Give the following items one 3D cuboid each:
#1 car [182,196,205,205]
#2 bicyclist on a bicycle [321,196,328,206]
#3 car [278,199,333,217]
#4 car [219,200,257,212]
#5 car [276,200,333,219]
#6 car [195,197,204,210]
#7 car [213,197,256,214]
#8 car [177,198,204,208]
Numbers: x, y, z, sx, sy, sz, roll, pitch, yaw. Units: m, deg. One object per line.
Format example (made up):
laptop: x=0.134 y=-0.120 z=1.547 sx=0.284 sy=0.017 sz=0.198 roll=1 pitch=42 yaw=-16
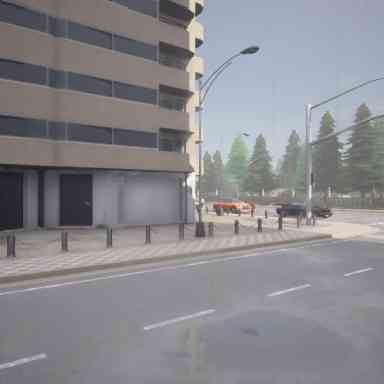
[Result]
car: x=0.290 y=1.581 z=60.614 sx=1.812 sy=1.442 sz=4.674 roll=0 pitch=0 yaw=-36
bicyclist on a bicycle: x=17.331 y=1.356 z=43.469 sx=1.656 sy=1.620 sz=0.582 roll=0 pitch=0 yaw=-36
car: x=11.219 y=1.533 z=33.170 sx=1.882 sy=1.535 sz=5.008 roll=0 pitch=0 yaw=-36
car: x=5.616 y=1.656 z=40.934 sx=1.895 sy=1.301 sz=4.718 roll=0 pitch=0 yaw=-36
car: x=9.804 y=1.656 z=29.149 sx=1.895 sy=1.301 sz=4.718 roll=0 pitch=0 yaw=-36
car: x=-0.958 y=1.533 z=44.079 sx=1.882 sy=1.535 sz=5.008 roll=0 pitch=0 yaw=-36
car: x=4.396 y=1.407 z=36.646 sx=2.097 sy=1.767 sz=4.553 roll=0 pitch=0 yaw=-36
car: x=-0.231 y=1.619 z=49.058 sx=1.994 sy=1.385 sz=4.181 roll=0 pitch=0 yaw=-36
